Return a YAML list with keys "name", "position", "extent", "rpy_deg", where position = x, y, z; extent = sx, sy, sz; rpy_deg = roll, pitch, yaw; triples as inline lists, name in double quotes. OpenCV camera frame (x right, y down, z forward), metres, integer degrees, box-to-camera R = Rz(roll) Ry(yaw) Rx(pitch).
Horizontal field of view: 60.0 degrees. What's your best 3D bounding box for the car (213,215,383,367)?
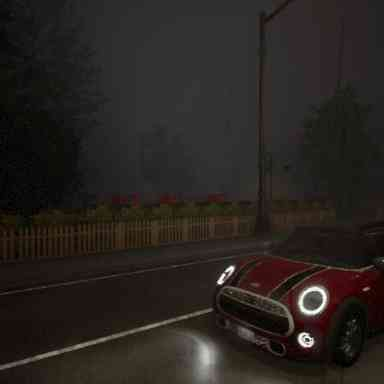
- name: "car"
  position: [2.534, 1.351, 5.912]
  extent: [4.553, 1.767, 2.097]
  rpy_deg: [0, 0, -37]
